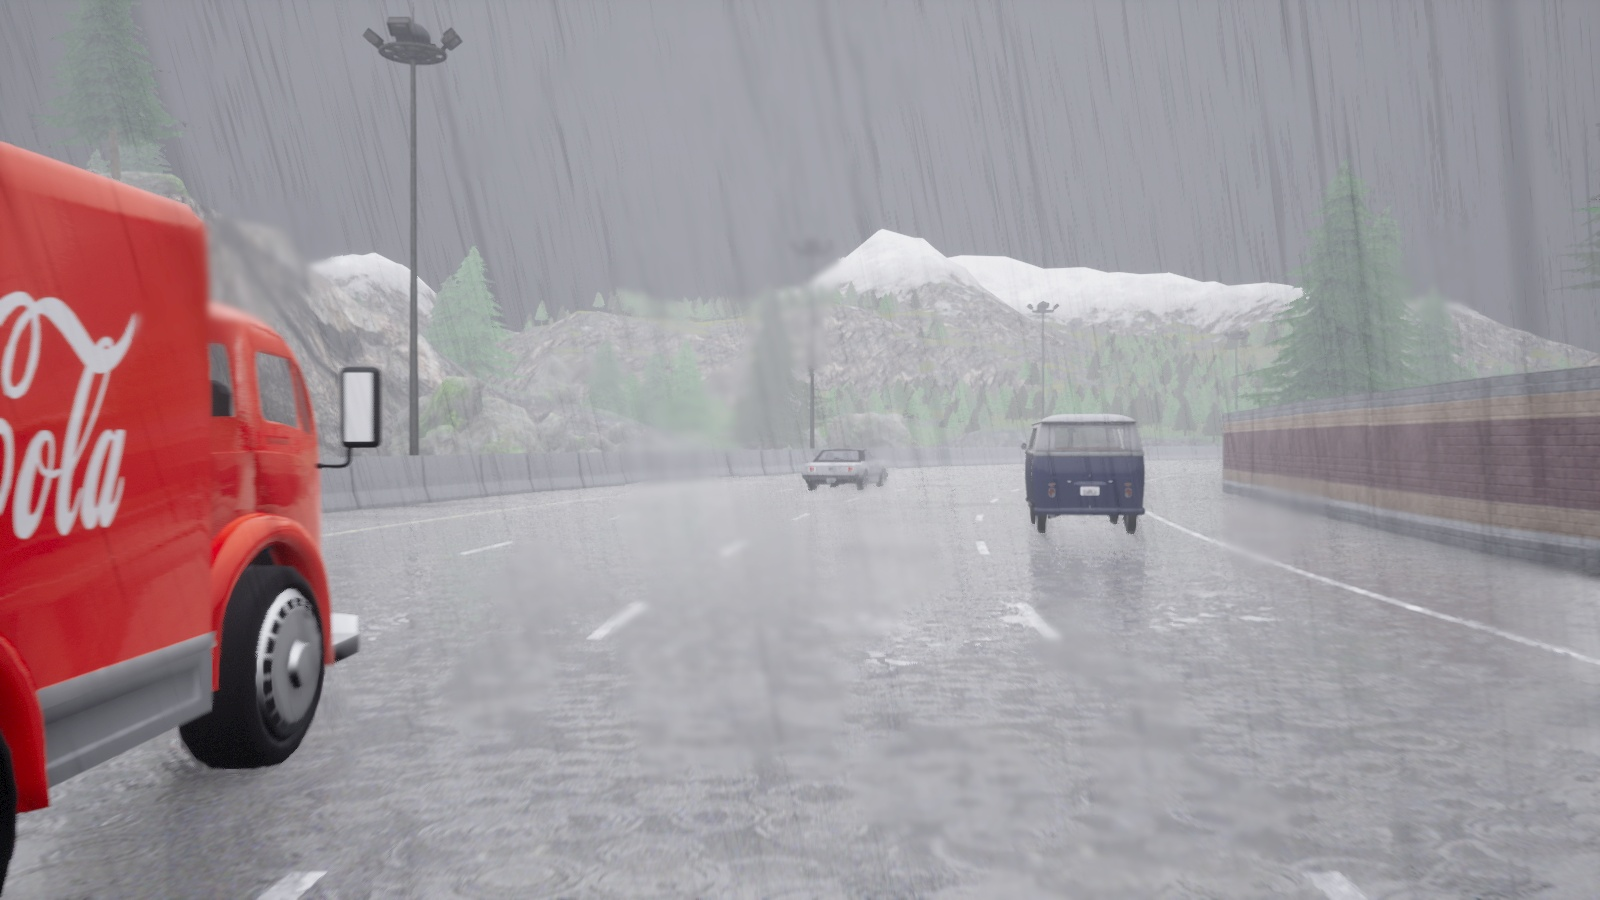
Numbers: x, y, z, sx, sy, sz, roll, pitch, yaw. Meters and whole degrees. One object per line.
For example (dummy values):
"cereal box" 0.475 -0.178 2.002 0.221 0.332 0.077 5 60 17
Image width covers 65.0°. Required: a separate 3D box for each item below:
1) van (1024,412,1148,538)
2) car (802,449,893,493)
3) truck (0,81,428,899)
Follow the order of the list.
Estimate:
"van" 4.933 0.379 22.179 1.775 1.987 4.442 0 0 8
"car" 1.603 0.621 40.363 1.895 1.301 4.718 0 0 16
"truck" -3.444 0.235 4.507 2.627 2.467 5.204 0 1 1
